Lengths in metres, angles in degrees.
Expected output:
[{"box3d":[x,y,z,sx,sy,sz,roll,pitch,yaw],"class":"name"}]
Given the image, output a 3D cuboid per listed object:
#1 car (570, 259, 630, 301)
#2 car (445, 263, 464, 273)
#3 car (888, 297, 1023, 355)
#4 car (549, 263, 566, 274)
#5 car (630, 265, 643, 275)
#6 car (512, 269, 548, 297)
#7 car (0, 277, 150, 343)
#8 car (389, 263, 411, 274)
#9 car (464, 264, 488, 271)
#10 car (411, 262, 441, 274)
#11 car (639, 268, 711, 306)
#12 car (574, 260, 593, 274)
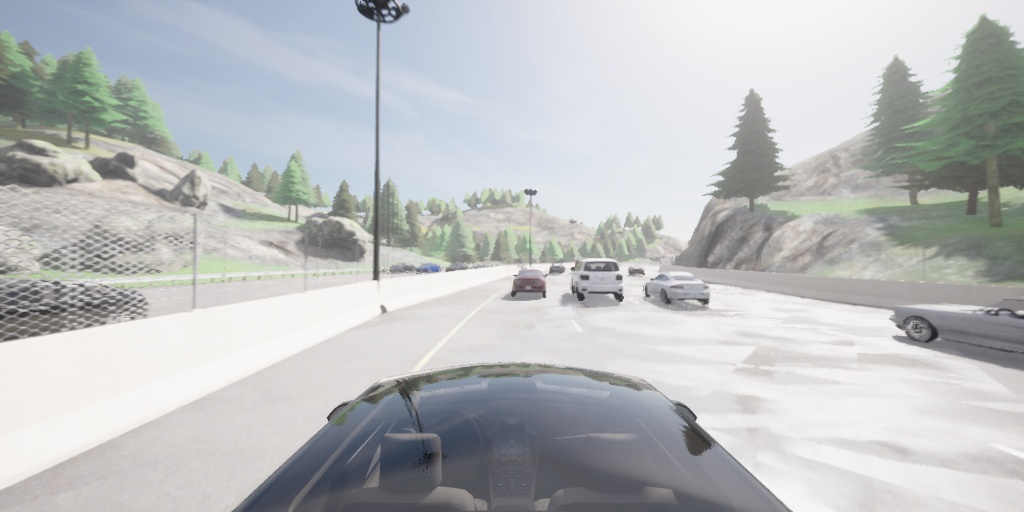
[{"box3d":[4.375,1.174,18.965,2.150,2.045,5.566,0,0,5],"class":"car"},{"box3d":[-7.904,1.728,51.596,1.837,1.490,4.892,0,0,14],"class":"car"},{"box3d":[10.724,1.463,7.183,1.895,1.301,4.718,0,-1,2],"class":"car"},{"box3d":[6.457,1.781,50.684,2.128,1.511,4.902,0,-1,15],"class":"car"},{"box3d":[16.558,1.913,47.909,1.895,1.301,4.718,0,-1,16],"class":"car"},{"box3d":[1.059,1.475,20.543,1.812,1.442,4.674,0,-1,6],"class":"car"},{"box3d":[-10.458,1.259,7.315,1.837,1.490,4.892,0,-1,2],"class":"car"},{"box3d":[-15.363,1.667,50.576,2.128,1.511,4.902,0,-1,14],"class":"car"},{"box3d":[-4.632,1.792,50.249,1.994,1.385,4.181,0,-1,14],"class":"car"},{"box3d":[-11.751,1.672,50.648,1.882,1.535,5.008,0,-1,14],"class":"car"},{"box3d":[7.766,1.475,17.164,1.812,1.442,4.674,0,-1,5],"class":"car"},{"box3d":[10.573,1.553,52.625,2.150,2.045,5.566,0,0,16],"class":"car"}]
